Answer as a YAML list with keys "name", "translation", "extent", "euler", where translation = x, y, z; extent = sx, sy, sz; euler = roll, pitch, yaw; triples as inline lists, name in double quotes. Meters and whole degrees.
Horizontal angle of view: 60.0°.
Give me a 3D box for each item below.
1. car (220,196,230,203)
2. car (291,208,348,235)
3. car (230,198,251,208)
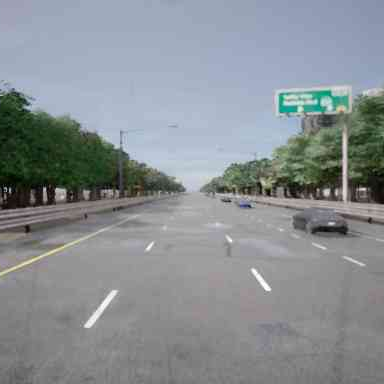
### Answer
- name: "car"
  translation: [7.137, 1.535, 71.132]
  extent: [1.994, 1.385, 4.181]
  euler: [0, 0, 0]
- name: "car"
  translation: [7.027, 1.563, 18.736]
  extent: [1.994, 1.385, 4.181]
  euler: [0, 0, 0]
- name: "car"
  translation: [7.084, 1.535, 47.009]
  extent: [2.033, 1.411, 5.357]
  euler: [0, 0, 0]
